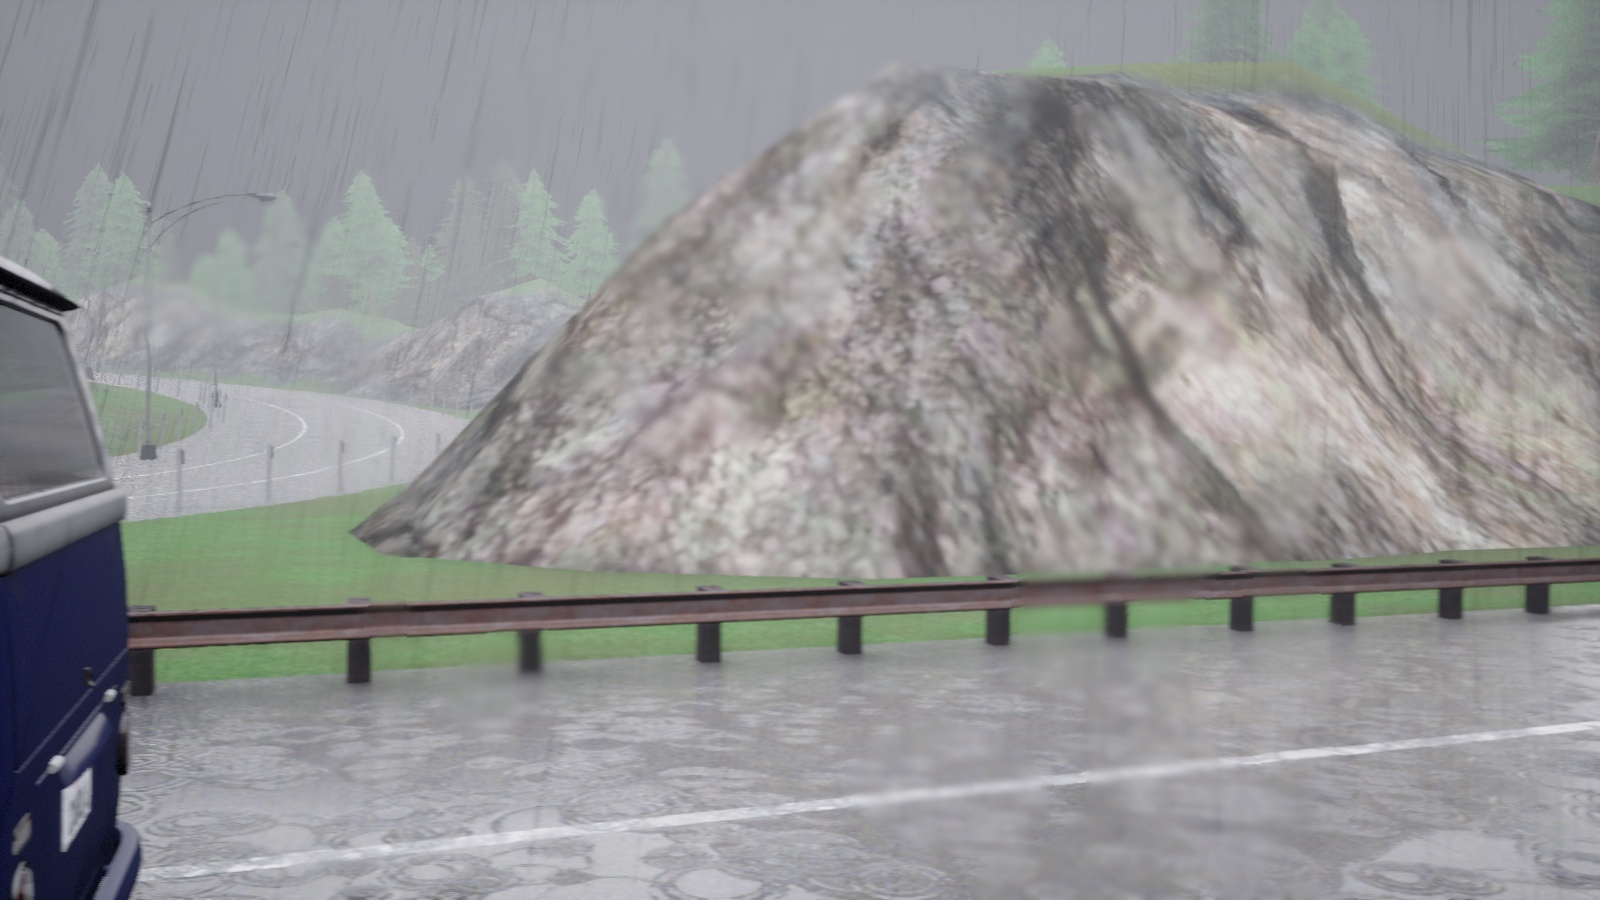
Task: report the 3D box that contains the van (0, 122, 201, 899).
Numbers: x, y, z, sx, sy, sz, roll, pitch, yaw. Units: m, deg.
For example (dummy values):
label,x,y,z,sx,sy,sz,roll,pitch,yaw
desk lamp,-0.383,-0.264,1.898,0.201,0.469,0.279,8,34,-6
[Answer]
label,x,y,z,sx,sy,sz,roll,pitch,yaw
van,-3.469,0.553,1.919,4.442,1.987,1.775,-1,1,-21
